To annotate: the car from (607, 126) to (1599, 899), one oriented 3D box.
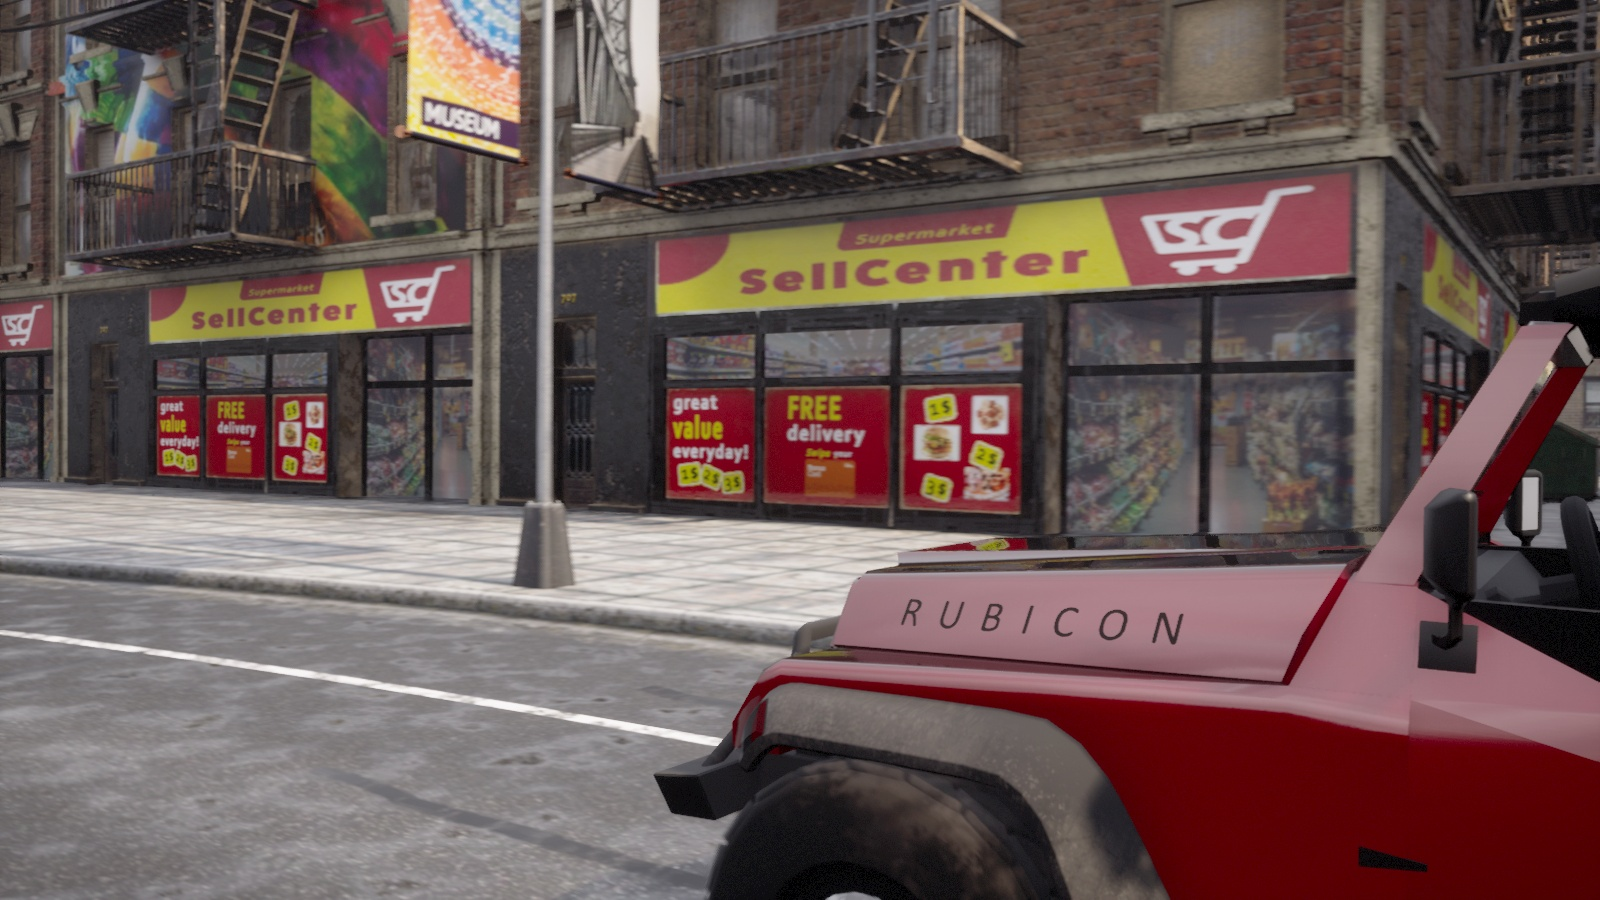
[{"bbox_3d":[1.724,0.478,2.473,3.866,1.878,1.905,0,1,34],"label":"car"}]
